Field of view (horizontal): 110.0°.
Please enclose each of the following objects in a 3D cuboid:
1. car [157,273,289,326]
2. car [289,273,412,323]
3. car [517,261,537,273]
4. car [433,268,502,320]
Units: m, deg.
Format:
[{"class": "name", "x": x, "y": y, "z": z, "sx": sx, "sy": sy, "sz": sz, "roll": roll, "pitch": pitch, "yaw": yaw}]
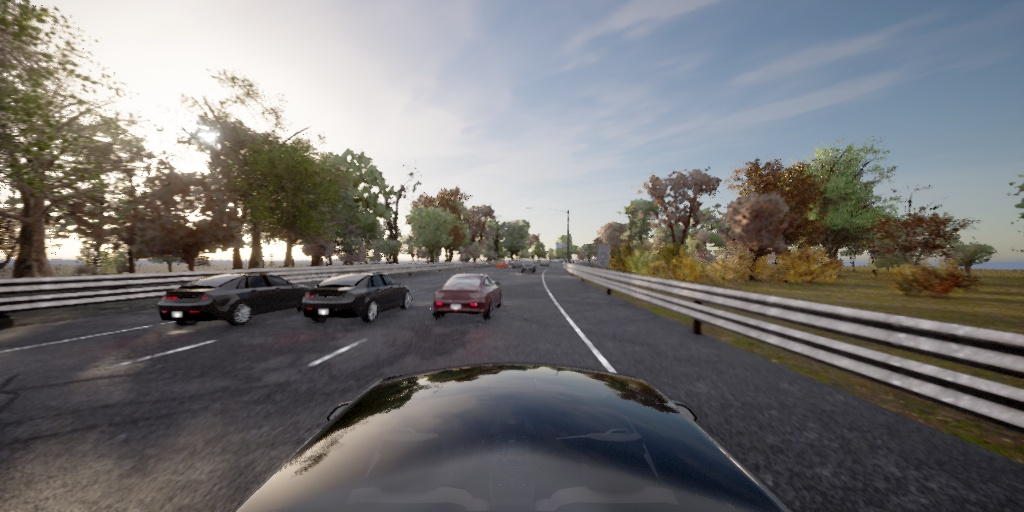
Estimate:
[{"class": "car", "x": -8.573, "y": 1.297, "z": 11.803, "sx": 1.837, "sy": 1.490, "sz": 4.892, "roll": 0, "pitch": 0, "yaw": 5}, {"class": "car", "x": -5.021, "y": 1.309, "z": 12.330, "sx": 1.837, "sy": 1.490, "sz": 4.892, "roll": 0, "pitch": 0, "yaw": 5}, {"class": "car", "x": 2.365, "y": 1.544, "z": 49.395, "sx": 2.128, "sy": 1.511, "sz": 4.902, "roll": 0, "pitch": 0, "yaw": 7}, {"class": "car", "x": -1.461, "y": 1.341, "z": 12.854, "sx": 1.812, "sy": 1.442, "sz": 4.674, "roll": 0, "pitch": 0, "yaw": 5}]
